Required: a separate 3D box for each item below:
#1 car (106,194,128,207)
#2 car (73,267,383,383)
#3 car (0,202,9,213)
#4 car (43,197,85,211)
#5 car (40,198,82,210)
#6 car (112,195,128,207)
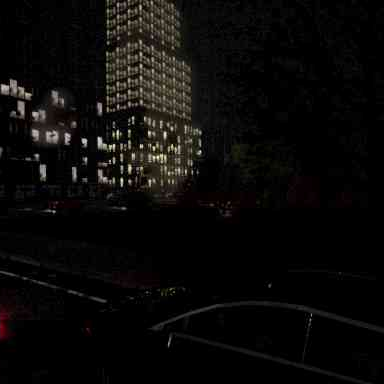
[{"bbox_3d":[-11.350,1.341,54.118,2.150,2.045,5.566,-1,-1,37],"label":"car"},{"bbox_3d":[0.922,1.492,3.029,4.902,1.511,2.128,0,0,35],"label":"car"},{"bbox_3d":[-21.656,1.609,35.032,1.994,1.385,4.181,-1,-1,37],"label":"car"},{"bbox_3d":[-16.058,1.409,42.474,2.097,1.767,4.553,-1,-1,37],"label":"car"},{"bbox_3d":[-17.834,1.582,45.516,1.882,1.535,5.008,-1,-1,37],"label":"car"},{"bbox_3d":[-9.486,1.595,51.186,1.812,1.442,4.674,-1,-1,37],"label":"car"}]
